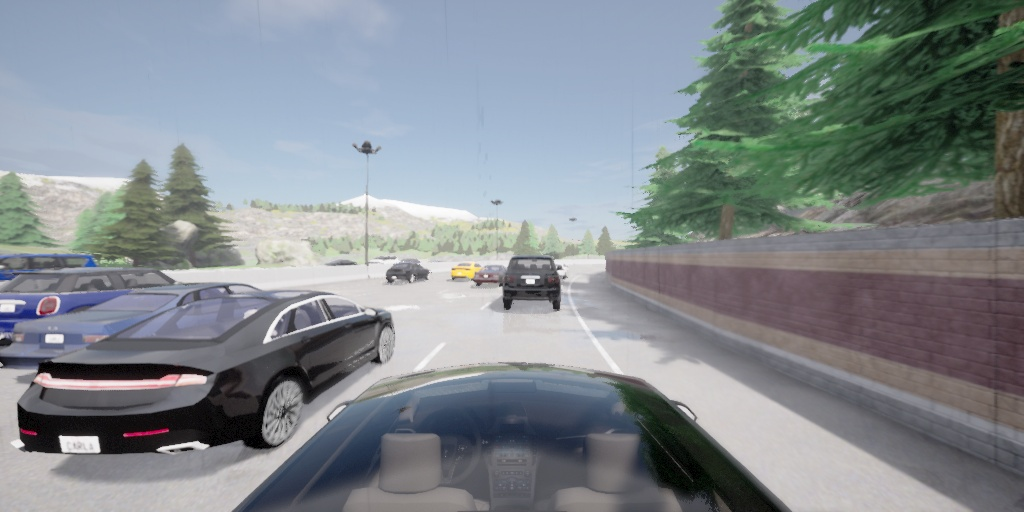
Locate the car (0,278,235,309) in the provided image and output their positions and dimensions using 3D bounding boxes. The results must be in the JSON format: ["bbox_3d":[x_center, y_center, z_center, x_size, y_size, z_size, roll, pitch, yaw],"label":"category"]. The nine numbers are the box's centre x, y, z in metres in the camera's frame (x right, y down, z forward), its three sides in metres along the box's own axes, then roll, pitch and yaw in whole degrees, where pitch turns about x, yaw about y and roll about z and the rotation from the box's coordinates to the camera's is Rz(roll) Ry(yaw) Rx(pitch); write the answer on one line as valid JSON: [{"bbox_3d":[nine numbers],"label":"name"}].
[{"bbox_3d":[-6.683,1.281,7.847,2.033,1.411,5.357,0,0,3],"label":"car"}]

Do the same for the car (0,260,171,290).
[{"bbox_3d":[-10.057,1.076,9.348,2.097,1.767,4.553,0,0,3],"label":"car"}]

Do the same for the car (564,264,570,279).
[{"bbox_3d":[4.179,1.315,32.951,1.812,1.442,4.674,0,0,14],"label":"car"}]

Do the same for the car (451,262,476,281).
[{"bbox_3d":[-3.584,1.240,30.509,1.882,1.535,5.008,0,0,12],"label":"car"}]

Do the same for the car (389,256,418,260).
[{"bbox_3d":[-15.467,1.094,52.967,2.097,1.767,4.553,0,0,20],"label":"car"}]

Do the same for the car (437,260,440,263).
[{"bbox_3d":[-11.512,1.319,53.683,1.994,1.385,4.181,0,0,21],"label":"car"}]

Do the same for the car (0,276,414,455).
[{"bbox_3d":[-3.257,1.234,5.177,2.128,1.511,4.902,0,0,1],"label":"car"}]

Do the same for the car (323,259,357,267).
[{"bbox_3d":[-23.880,1.190,49.911,1.882,1.535,5.008,0,0,18],"label":"car"}]

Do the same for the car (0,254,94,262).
[{"bbox_3d":[-20.411,0.915,14.496,2.150,2.045,5.566,0,0,6],"label":"car"}]

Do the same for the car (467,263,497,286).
[{"bbox_3d":[-1.179,1.313,24.978,2.033,1.411,5.357,0,0,10],"label":"car"}]

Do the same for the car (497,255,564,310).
[{"bbox_3d":[0.921,0.985,15.041,2.150,2.045,5.566,0,0,6],"label":"car"}]

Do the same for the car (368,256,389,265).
[{"bbox_3d":[-19.061,0.951,53.376,2.150,2.045,5.566,0,0,20],"label":"car"}]

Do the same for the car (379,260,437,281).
[{"bbox_3d":[-7.786,1.251,27.382,1.837,1.490,4.892,0,0,11],"label":"car"}]
